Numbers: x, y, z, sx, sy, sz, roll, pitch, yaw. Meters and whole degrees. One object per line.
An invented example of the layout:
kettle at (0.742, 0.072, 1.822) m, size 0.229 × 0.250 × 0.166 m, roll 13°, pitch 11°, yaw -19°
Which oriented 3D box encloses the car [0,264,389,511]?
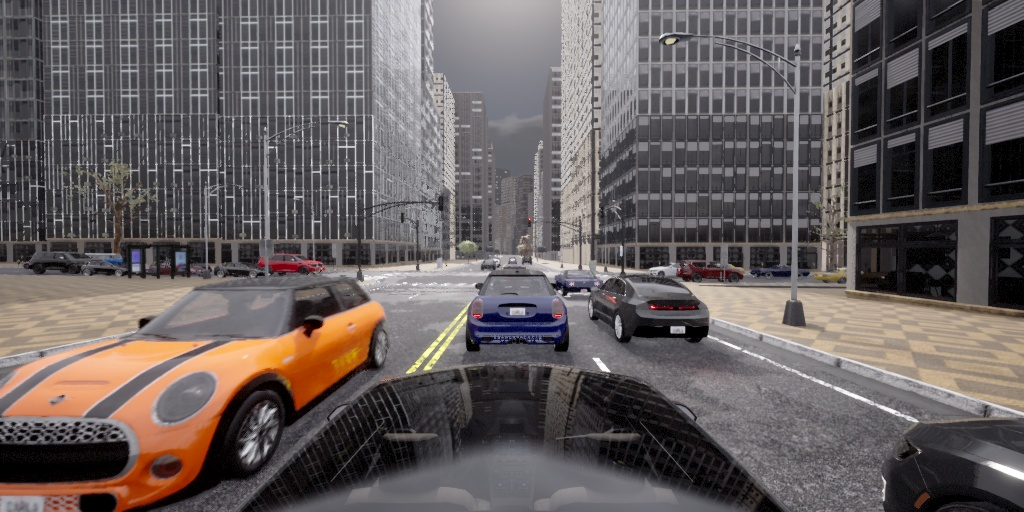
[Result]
car at (-3.325, 1.100, 4.686) m, size 2.097 × 1.767 × 4.553 m, roll 0°, pitch 0°, yaw 0°

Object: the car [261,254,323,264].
car at (-20.231, 0.809, 32.929) m, size 5.566 × 2.045 × 2.150 m, roll 0°, pitch 1°, yaw 1°

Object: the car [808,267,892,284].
car at (27.686, 1.579, 29.473) m, size 4.829 × 1.417 × 1.751 m, roll 0°, pitch 0°, yaw 1°

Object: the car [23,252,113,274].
car at (-41.327, 0.616, 33.403) m, size 5.566 × 2.045 × 2.150 m, roll 1°, pitch 1°, yaw 2°

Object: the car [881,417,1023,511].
car at (3.344, 1.255, 0.298) m, size 1.837 × 1.490 × 4.892 m, roll 0°, pitch 0°, yaw 0°

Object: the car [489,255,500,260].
car at (-3.233, 0.926, 60.573) m, size 2.150 × 2.045 × 5.566 m, roll 0°, pitch 0°, yaw 0°

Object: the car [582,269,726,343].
car at (3.362, 1.251, 9.697) m, size 1.837 × 1.490 × 4.892 m, roll 0°, pitch 0°, yaw 0°

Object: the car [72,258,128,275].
car at (-34.050, 1.070, 30.605) m, size 4.313 × 1.339 × 1.948 m, roll 0°, pitch 0°, yaw 1°

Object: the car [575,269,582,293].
car at (3.378, 1.342, 19.007) m, size 1.895 × 1.301 × 4.718 m, roll 0°, pitch 0°, yaw 0°

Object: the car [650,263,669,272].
car at (15.948, 1.384, 35.469) m, size 4.674 × 1.442 × 1.812 m, roll 0°, pitch 1°, yaw -1°

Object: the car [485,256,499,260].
car at (-3.264, 1.193, 50.625) m, size 1.882 × 1.535 × 5.008 m, roll 0°, pitch 0°, yaw 0°

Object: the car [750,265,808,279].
car at (26.227, 1.549, 35.279) m, size 4.718 × 1.301 × 1.895 m, roll 0°, pitch 1°, yaw 1°

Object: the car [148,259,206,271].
car at (-28.369, 1.139, 30.422) m, size 4.207 × 1.307 × 1.802 m, roll 0°, pitch 0°, yaw 1°

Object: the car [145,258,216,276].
car at (-30.590, 0.998, 33.159) m, size 4.892 × 1.490 × 1.837 m, roll 1°, pitch 1°, yaw 1°

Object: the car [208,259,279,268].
car at (-22.686, 1.174, 30.280) m, size 4.313 × 1.339 × 1.948 m, roll 0°, pitch 0°, yaw 1°

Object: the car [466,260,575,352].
car at (0.111, 1.099, 9.091) m, size 2.097 × 1.767 × 4.553 m, roll 0°, pitch 0°, yaw 0°

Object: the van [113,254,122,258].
van at (-45.227, 0.606, 39.284) m, size 3.998 × 1.789 × 1.690 m, roll 0°, pitch 0°, yaw 1°

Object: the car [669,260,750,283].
car at (16.238, 1.269, 29.689) m, size 5.009 × 1.841 × 2.192 m, roll 0°, pitch 0°, yaw 1°
